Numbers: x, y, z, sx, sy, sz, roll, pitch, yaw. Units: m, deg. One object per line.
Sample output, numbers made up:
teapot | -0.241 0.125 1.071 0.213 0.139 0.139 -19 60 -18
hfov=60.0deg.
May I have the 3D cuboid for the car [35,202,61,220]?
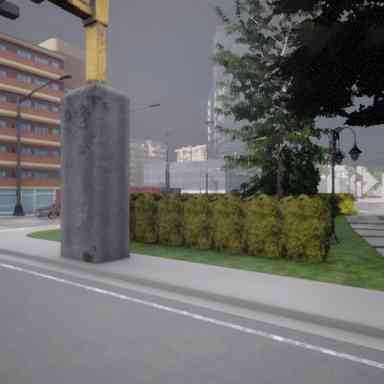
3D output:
car | -11.012 1.524 28.548 1.812 1.442 4.674 0 0 36
